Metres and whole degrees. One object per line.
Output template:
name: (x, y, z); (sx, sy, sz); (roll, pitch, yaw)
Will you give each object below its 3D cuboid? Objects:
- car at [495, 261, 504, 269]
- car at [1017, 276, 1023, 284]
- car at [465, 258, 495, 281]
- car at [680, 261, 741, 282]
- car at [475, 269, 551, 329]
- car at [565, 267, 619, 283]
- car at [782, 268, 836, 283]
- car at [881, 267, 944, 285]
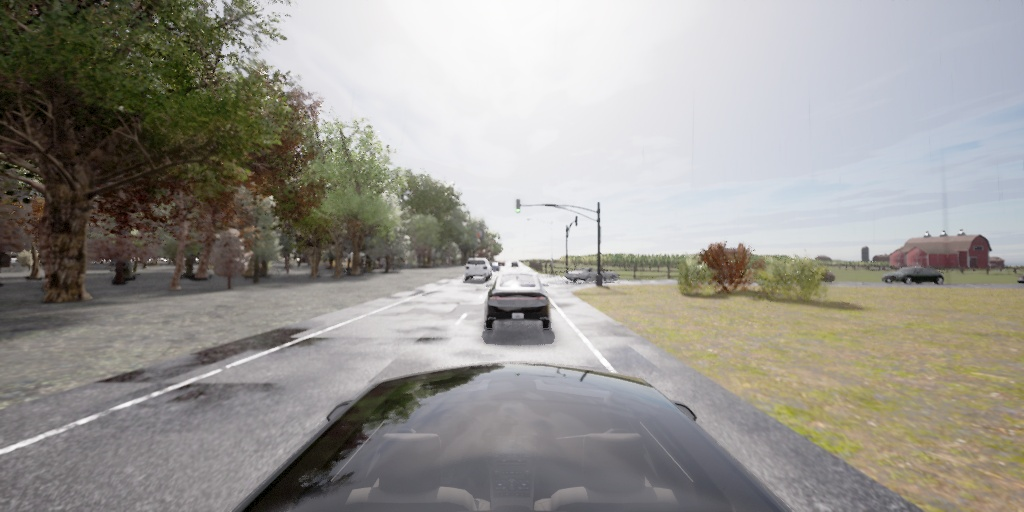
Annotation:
car: (-2.957, 1.799, 59.964); (2.033, 1.411, 5.357); (0, 0, 0)
car: (48.817, 2.096, 32.031); (5.357, 1.411, 2.033); (1, -1, 1)
car: (-3.155, 1.257, 34.339); (2.150, 2.045, 5.566); (0, 0, 0)
car: (19.915, 1.542, 36.006); (5.566, 2.045, 2.150); (1, -1, 1)
car: (0.169, 1.330, 11.597); (2.128, 1.511, 4.902); (0, 0, 0)
car: (6.954, 1.640, 30.894); (4.718, 1.301, 1.895); (2, -2, -31)
car: (29.598, 1.953, 35.878); (4.674, 1.442, 1.812); (1, -1, 0)
car: (39.837, 1.893, 35.746); (4.553, 1.767, 2.097); (1, -1, 1)
